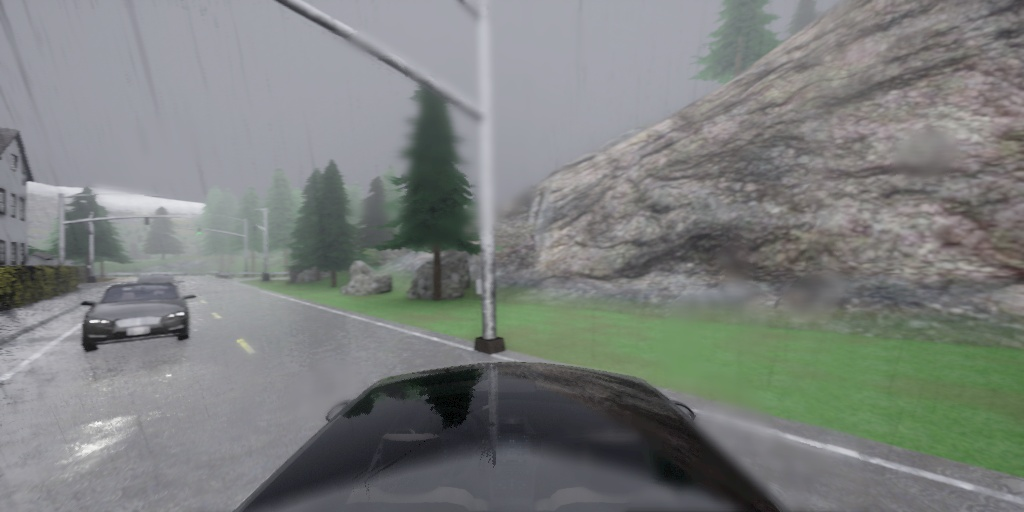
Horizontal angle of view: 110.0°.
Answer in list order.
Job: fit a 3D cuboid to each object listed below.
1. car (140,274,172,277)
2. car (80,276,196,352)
[{"bbox_3d":[-19.862,1.766,20.035,1.837,1.490,4.892,-1,-1,-44],"label":"car"},{"bbox_3d":[-10.267,1.496,10.003,2.128,1.511,4.902,-1,-1,-44],"label":"car"}]
